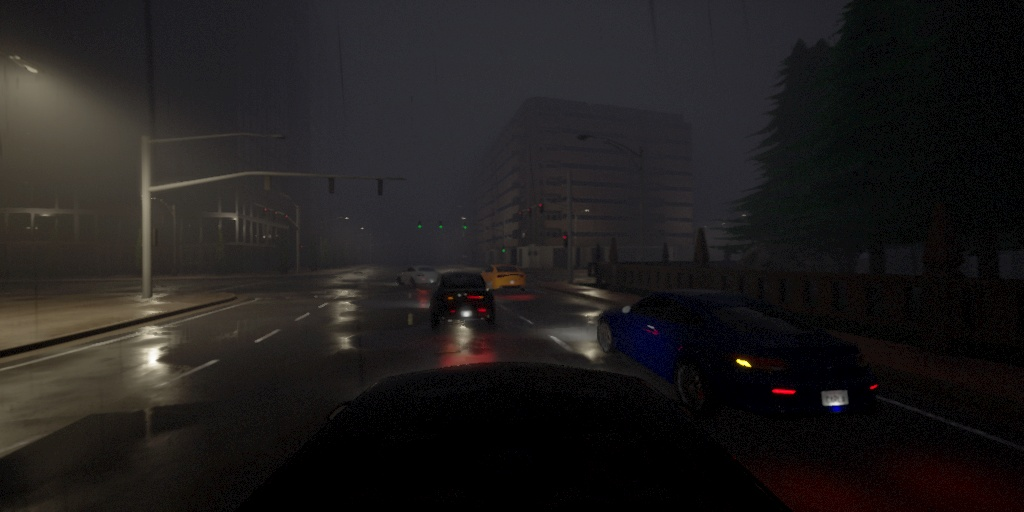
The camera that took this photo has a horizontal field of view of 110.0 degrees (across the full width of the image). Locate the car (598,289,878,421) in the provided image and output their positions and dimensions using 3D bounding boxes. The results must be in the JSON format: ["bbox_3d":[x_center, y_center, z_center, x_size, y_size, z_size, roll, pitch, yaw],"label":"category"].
[{"bbox_3d":[2.961,1.261,5.883,1.812,1.442,4.674,0,0,-7],"label":"car"}]

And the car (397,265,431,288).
[{"bbox_3d":[-6.395,1.370,24.663,1.812,1.442,4.674,0,0,-34],"label":"car"}]

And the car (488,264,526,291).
[{"bbox_3d":[-0.637,1.252,21.594,1.882,1.535,5.008,0,0,-15],"label":"car"}]

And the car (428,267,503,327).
[{"bbox_3d":[-1.730,1.276,11.821,1.837,1.490,4.892,0,0,-13],"label":"car"}]
